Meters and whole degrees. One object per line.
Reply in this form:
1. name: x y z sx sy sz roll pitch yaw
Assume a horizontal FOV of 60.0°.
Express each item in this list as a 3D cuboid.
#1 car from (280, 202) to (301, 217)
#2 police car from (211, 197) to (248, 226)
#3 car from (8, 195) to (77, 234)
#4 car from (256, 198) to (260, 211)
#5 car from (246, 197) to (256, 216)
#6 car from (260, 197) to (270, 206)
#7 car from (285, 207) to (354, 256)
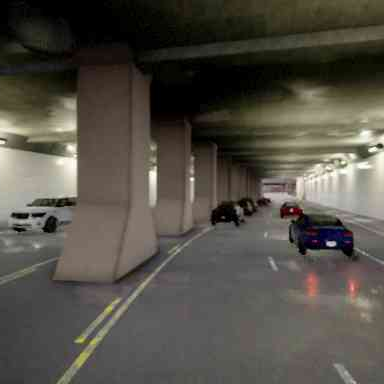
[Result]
1. car: 9.348 1.625 31.509 1.994 1.385 4.181 0 0 14
2. police car: 2.677 1.456 24.284 1.930 1.638 5.238 0 0 14
3. car: -8.198 1.209 19.785 2.150 2.045 5.566 0 0 12
4. car: 6.625 1.409 39.645 2.097 1.767 4.553 0 0 14
5. car: 5.139 1.574 33.863 1.812 1.442 4.674 0 0 14
6. car: 12.228 1.659 58.280 1.994 1.385 4.181 0 0 14
7. car: 5.020 1.555 13.306 1.812 1.442 4.674 0 0 10
